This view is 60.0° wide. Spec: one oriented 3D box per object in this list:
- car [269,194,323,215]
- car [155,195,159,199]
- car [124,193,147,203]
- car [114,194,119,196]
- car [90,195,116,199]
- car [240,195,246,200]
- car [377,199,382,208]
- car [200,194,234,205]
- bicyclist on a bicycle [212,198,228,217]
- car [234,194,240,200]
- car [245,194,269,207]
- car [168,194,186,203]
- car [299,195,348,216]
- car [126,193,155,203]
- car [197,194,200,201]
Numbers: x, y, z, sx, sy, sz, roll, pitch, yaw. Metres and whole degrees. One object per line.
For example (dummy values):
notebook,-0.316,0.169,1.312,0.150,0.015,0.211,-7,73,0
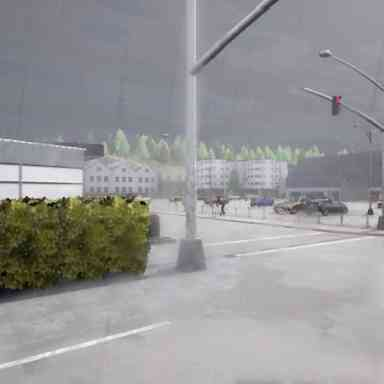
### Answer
car,10.286,1.330,32.485,5.027,1.636,2.152,0,0,-35
car,-11.327,1.286,90.768,5.008,1.535,1.882,0,0,-35
car,-10.758,1.077,63.628,3.866,1.878,1.905,0,0,-35
car,-19.743,1.334,84.931,4.902,1.511,2.128,0,0,-35
car,-11.399,1.505,41.331,1.837,1.490,4.892,0,0,-35
car,13.628,1.154,72.806,5.027,1.636,2.152,0,0,-35
car,25.679,1.384,43.044,3.806,1.475,1.970,0,0,-35
car,4.119,1.298,54.811,4.514,1.523,2.007,0,0,-35
bicyclist on a bicycle,2.365,1.301,28.018,1.656,1.620,0.582,0,0,-35
car,9.691,1.232,77.884,3.806,1.475,1.970,0,0,-35
car,9.802,1.320,46.591,3.633,1.501,1.845,0,0,-35
car,-2.425,1.097,65.434,4.605,1.855,1.932,0,0,-35
car,12.124,1.340,29.942,4.514,1.523,2.007,0,0,-35
car,-9.357,1.361,60.551,3.806,1.475,1.970,0,0,-35
car,1.814,1.298,76.855,4.514,1.523,2.007,0,0,-35
